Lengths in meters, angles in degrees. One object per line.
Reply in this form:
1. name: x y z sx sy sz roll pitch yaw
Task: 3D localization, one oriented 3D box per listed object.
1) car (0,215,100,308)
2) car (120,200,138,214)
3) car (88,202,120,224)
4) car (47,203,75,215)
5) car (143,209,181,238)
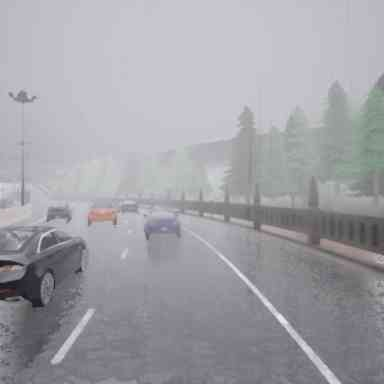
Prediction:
1. car: -3.886 1.560 7.993 2.128 1.511 4.902 0 0 -4
2. car: -7.707 1.744 39.583 1.882 1.535 5.008 0 0 -21
3. car: -7.013 1.540 26.176 2.097 1.767 4.553 0 0 -14
4. car: -11.332 1.733 28.731 1.837 1.490 4.892 0 0 -16
5. car: -1.694 1.638 18.312 1.812 1.442 4.674 0 0 -9
